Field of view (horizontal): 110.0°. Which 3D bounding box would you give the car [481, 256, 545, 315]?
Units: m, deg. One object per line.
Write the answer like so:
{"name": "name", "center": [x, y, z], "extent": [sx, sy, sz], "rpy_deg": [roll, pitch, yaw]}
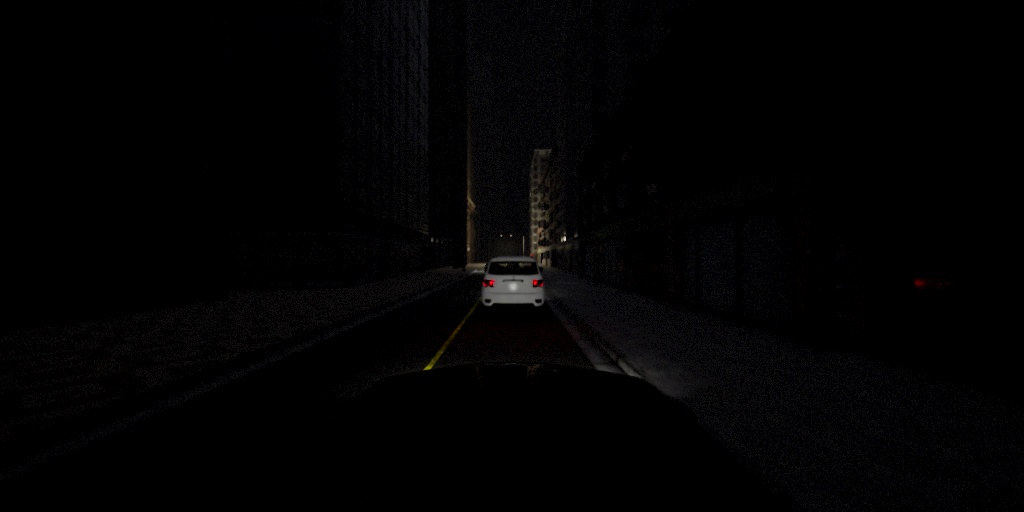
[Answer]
{"name": "car", "center": [0.059, 1.022, 13.971], "extent": [2.150, 2.045, 5.566], "rpy_deg": [0, 0, 0]}

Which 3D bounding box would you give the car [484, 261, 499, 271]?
{"name": "car", "center": [-3.080, 1.503, 53.932], "extent": [1.994, 1.385, 4.181], "rpy_deg": [0, 0, 0]}
